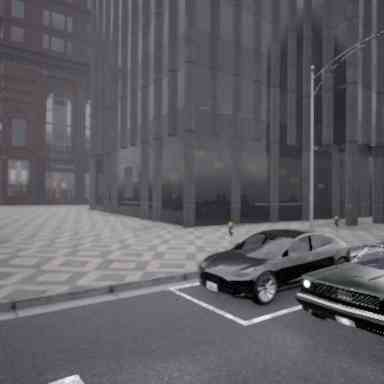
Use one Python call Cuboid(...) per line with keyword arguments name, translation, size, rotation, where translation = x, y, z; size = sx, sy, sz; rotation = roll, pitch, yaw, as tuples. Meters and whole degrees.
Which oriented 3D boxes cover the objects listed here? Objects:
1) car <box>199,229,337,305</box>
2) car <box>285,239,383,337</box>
Cuboid(name="car", translation=(2.196, 1.618, 8.205), size=(4.313, 1.339, 1.947), rotation=(1, 0, -35))
Cuboid(name="car", translation=(4.104, 1.659, 6.294), size=(4.718, 1.301, 1.895), rotation=(1, 0, -35))
